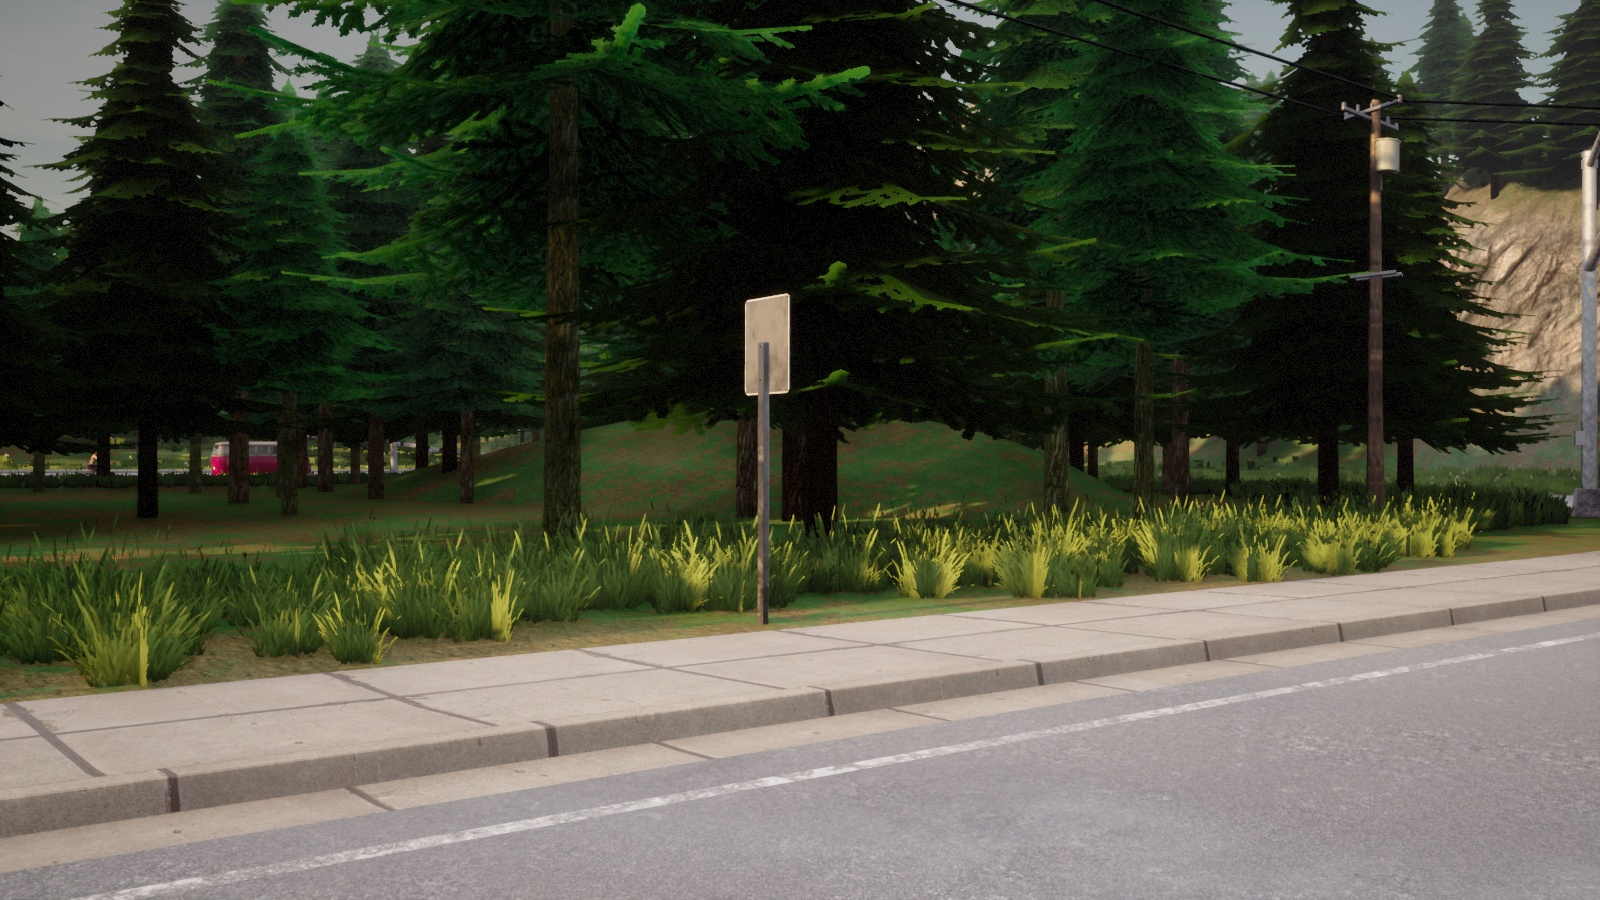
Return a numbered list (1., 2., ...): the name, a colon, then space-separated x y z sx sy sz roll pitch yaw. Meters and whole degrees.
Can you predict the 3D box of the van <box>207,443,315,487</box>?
1. van: -25.500 0.697 59.442 4.442 1.987 1.775 0 0 -35
